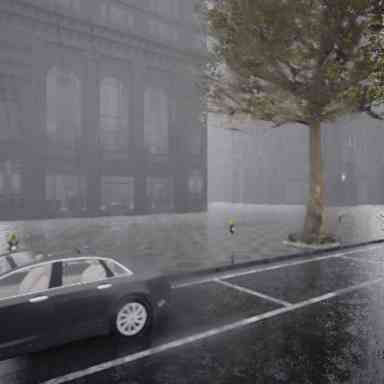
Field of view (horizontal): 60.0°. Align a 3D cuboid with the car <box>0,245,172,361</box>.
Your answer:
[{"bbox_3d":[-2.389,1.551,4.946,4.403,1.369,2.008,0,0,-35],"label":"car"}]
